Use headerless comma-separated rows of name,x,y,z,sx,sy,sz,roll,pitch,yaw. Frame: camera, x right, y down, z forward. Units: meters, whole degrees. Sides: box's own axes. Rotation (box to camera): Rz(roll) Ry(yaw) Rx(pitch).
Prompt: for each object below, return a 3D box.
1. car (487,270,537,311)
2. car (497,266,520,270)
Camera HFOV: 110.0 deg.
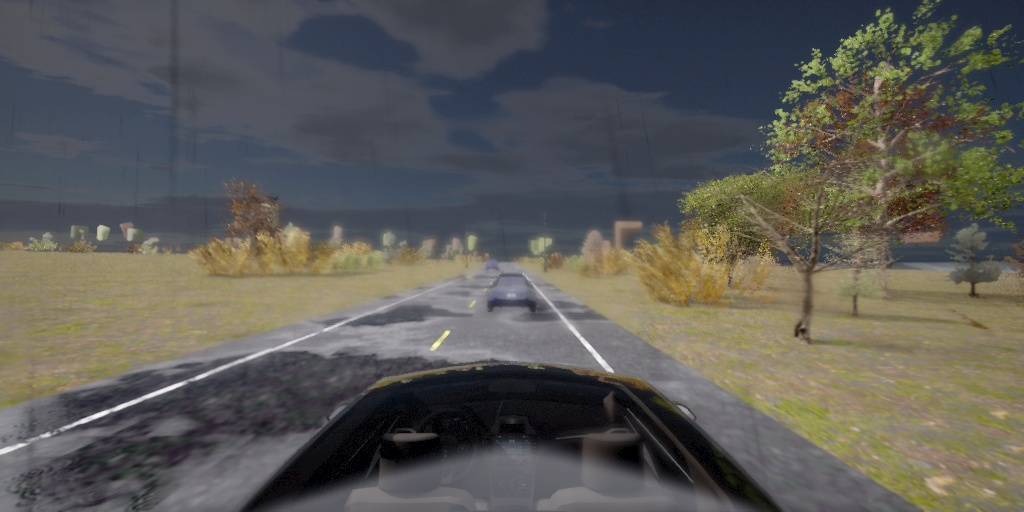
car,0.000,1.458,15.354,1.994,1.385,4.181,0,-1,0
car,-0.019,1.652,30.111,1.895,1.301,4.718,0,-1,0
